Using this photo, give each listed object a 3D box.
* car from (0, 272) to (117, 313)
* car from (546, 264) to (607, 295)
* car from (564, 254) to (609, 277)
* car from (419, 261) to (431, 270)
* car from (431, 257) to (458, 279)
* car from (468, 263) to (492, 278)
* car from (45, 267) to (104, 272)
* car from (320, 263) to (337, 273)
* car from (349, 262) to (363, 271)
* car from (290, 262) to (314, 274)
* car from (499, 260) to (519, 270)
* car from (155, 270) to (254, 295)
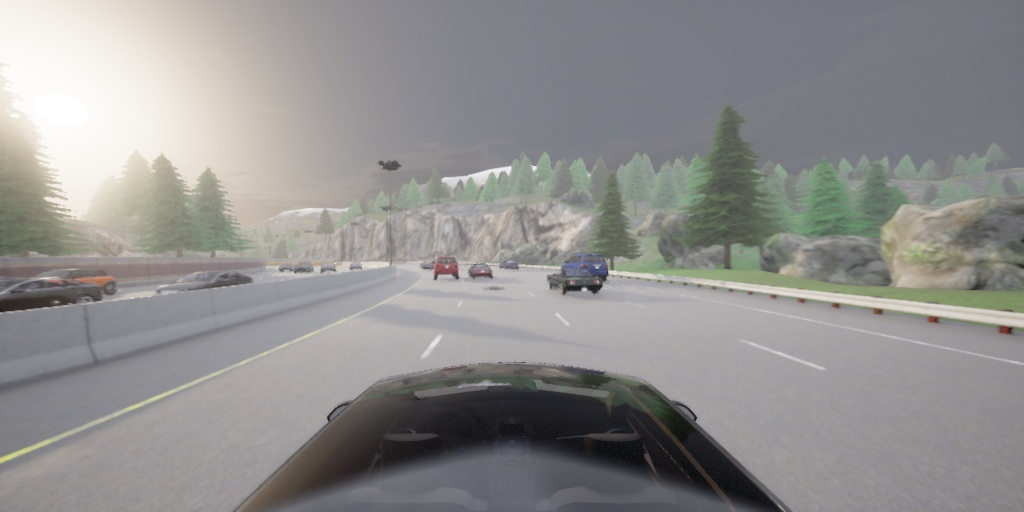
[{"bbox_3d":[-18.029,1.543,13.013,2.128,1.511,4.902,-1,0,-5],"label":"car"},{"bbox_3d":[3.185,1.304,19.341,1.895,1.301,4.718,-1,0,-7],"label":"car"},{"bbox_3d":[5.469,0.890,27.659,2.150,2.045,5.566,0,0,-10],"label":"car"},{"bbox_3d":[-13.974,1.563,58.917,1.994,1.385,4.181,-1,0,-23],"label":"car"},{"bbox_3d":[-6.455,1.089,34.709,2.150,2.045,5.566,0,0,-14],"label":"car"},{"bbox_3d":[-3.155,1.377,34.828,1.994,1.385,4.181,-1,0,-13],"label":"car"},{"bbox_3d":[-25.875,1.534,20.679,2.097,1.767,4.553,-1,0,-8],"label":"car"},{"bbox_3d":[-26.789,1.733,52.590,1.812,1.442,4.674,-1,0,-20],"label":"car"},{"bbox_3d":[-25.165,1.718,57.996,1.812,1.442,4.674,-1,0,-22],"label":"car"},{"bbox_3d":[-30.743,1.625,53.025,2.097,1.767,4.553,-1,0,-21],"label":"car"},{"bbox_3d":[-0.468,1.300,52.260,1.812,1.442,4.674,0,0,-19],"label":"car"},{"bbox_3d":[-14.942,1.492,17.759,2.128,1.511,4.902,-1,0,-6],"label":"car"}]
